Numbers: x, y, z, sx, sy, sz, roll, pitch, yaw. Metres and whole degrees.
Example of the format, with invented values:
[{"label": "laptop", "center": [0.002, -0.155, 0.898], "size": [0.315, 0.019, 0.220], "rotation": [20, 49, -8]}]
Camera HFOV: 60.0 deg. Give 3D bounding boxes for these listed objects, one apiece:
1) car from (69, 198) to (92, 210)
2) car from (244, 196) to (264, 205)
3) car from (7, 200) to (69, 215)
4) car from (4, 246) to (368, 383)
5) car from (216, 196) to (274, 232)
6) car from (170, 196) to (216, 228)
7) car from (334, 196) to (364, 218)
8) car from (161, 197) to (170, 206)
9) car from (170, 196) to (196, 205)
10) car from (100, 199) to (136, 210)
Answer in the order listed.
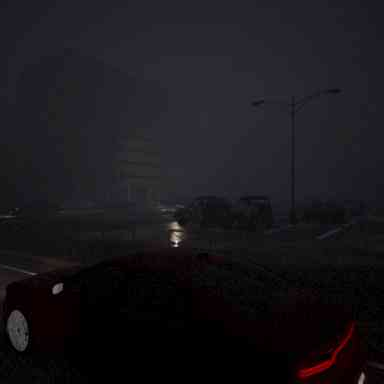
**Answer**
[{"label": "car", "center": [-14.723, 1.522, 41.604], "size": [1.812, 1.442, 4.674], "rotation": [0, 0, 34]}, {"label": "car", "center": [11.492, 1.523, 61.506], "size": [1.812, 1.442, 4.674], "rotation": [0, 0, 34]}, {"label": "car", "center": [-15.730, 1.544, 33.846], "size": [2.033, 1.411, 5.357], "rotation": [0, 0, 34]}, {"label": "car", "center": [-0.533, 1.477, 4.369], "size": [5.008, 1.535, 1.882], "rotation": [0, 0, 35]}, {"label": "car", "center": [3.306, 1.155, 19.066], "size": [1.905, 1.878, 3.866], "rotation": [0, 0, 34]}, {"label": "car", "center": [0.939, 1.152, 20.732], "size": [1.932, 1.855, 4.605], "rotation": [0, 0, 34]}, {"label": "car", "center": [15.329, 1.395, 32.023], "size": [1.970, 1.475, 3.806], "rotation": [0, 0, 34]}, {"label": "car", "center": [-2.994, 1.486, 52.783], "size": [2.128, 1.511, 4.902], "rotation": [0, 0, 34]}, {"label": "car", "center": [-1.642, 1.544, 60.973], "size": [2.033, 1.411, 5.357], "rotation": [0, 0, 34]}, {"label": "car", "center": [-9.527, 1.597, 43.090], "size": [1.895, 1.301, 4.718], "rotation": [0, 0, 34]}]
